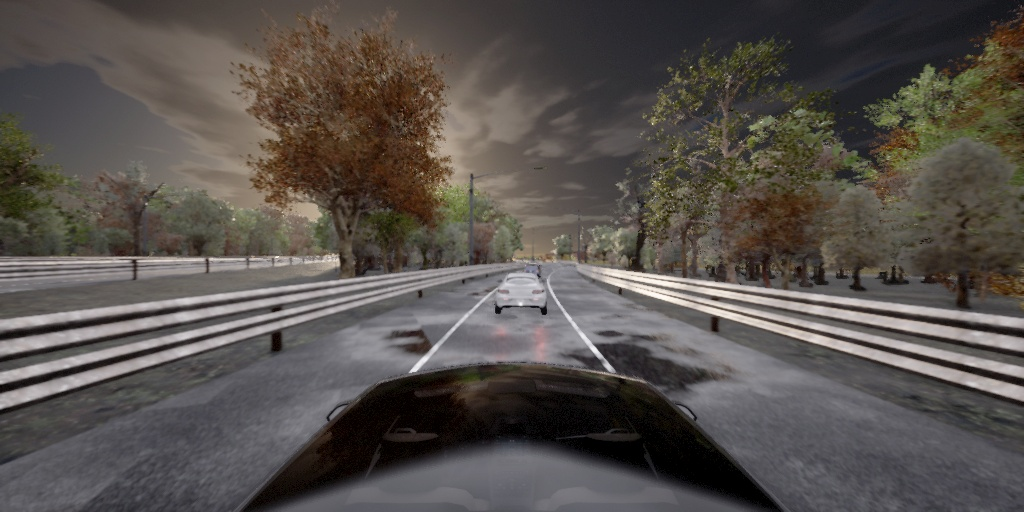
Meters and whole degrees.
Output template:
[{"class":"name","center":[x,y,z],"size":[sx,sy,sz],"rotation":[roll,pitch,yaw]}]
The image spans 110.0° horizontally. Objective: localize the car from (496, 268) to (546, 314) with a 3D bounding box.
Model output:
[{"class":"car","center":[0.384,1.376,14.356],"size":[1.812,1.442,4.674],"rotation":[0,0,2]}]

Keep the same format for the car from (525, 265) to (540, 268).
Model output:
[{"class":"car","center":[2.168,1.605,37.801],"size":[2.033,1.411,5.357],"rotation":[0,-1,7]}]
